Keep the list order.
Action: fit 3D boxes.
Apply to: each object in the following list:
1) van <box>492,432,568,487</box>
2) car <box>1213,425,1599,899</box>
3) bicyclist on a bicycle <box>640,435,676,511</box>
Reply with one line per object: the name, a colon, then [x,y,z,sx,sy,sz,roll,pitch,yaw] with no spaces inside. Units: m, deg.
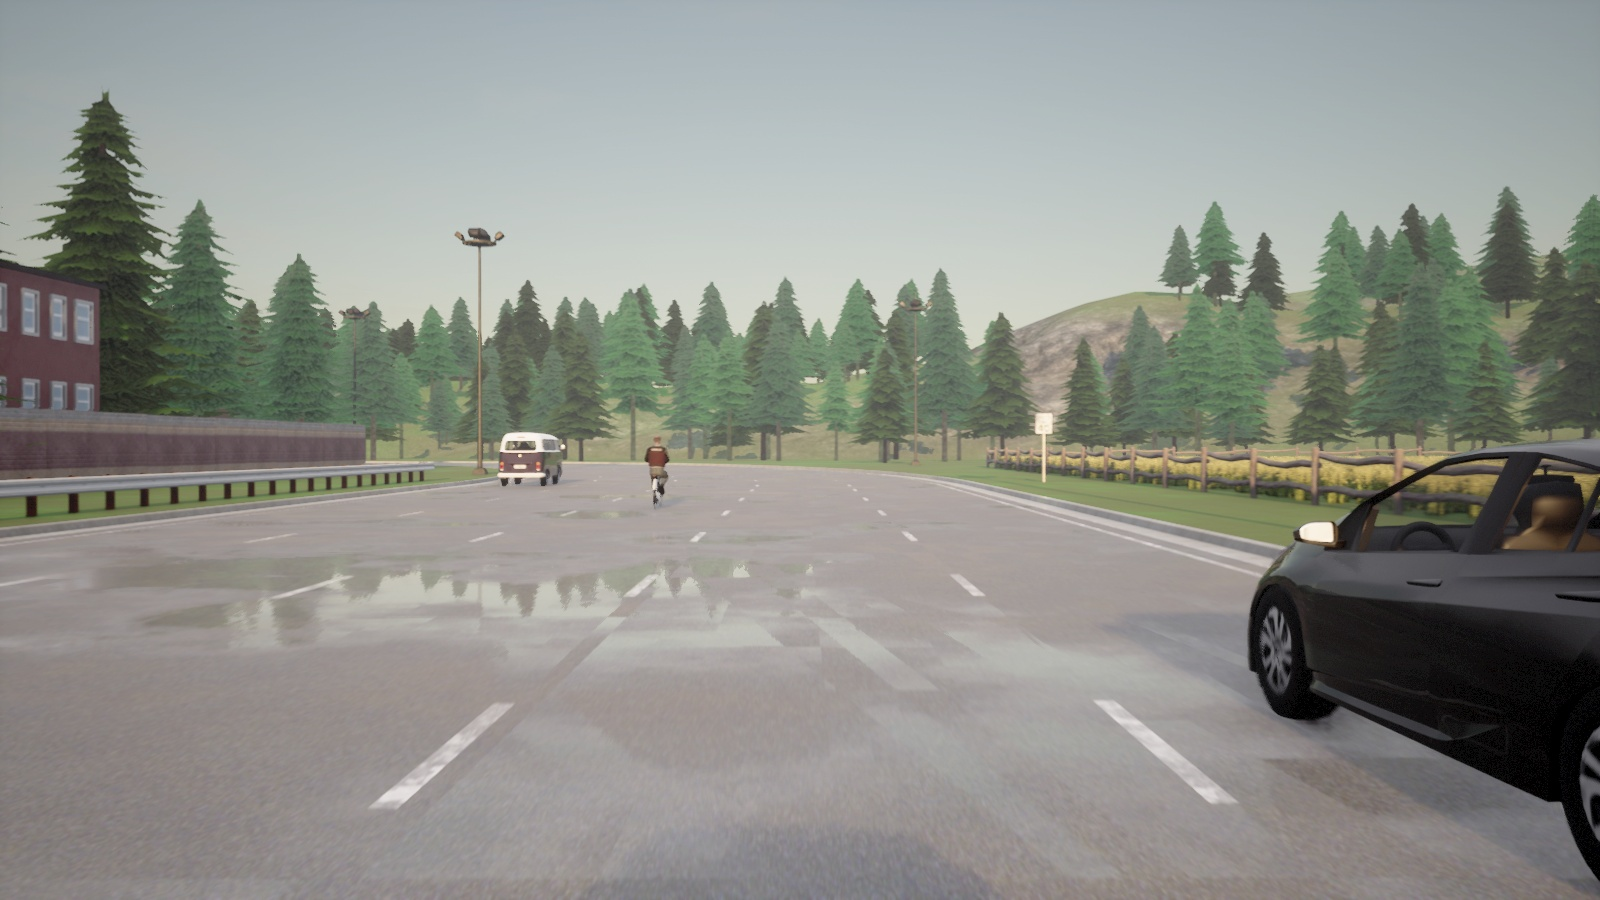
van: [-10.402,0.331,48.717,2.069,2.038,4.480,0,0,-1]
car: [3.527,0.680,5.429,2.007,1.525,4.514,0,0,0]
bicyclist on a bicycle: [-3.394,0.532,30.187,0.659,1.776,1.843,0,0,0]
